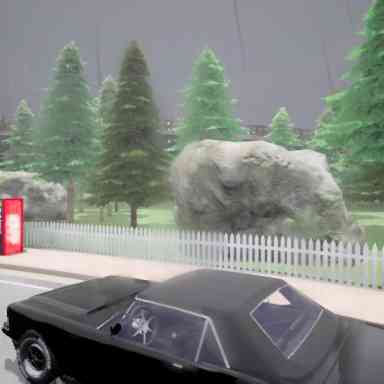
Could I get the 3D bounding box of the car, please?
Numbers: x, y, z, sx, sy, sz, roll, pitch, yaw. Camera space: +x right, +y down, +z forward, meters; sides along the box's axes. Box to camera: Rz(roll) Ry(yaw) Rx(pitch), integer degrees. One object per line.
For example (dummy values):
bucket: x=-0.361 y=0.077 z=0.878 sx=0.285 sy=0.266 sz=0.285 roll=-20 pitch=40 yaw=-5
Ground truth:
car: x=-0.063 y=1.601 z=3.759 sx=4.718 sy=1.301 sz=1.895 roll=0 pitch=0 yaw=33

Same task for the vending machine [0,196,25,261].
vending machine: x=-6.510 y=1.195 z=11.400 sx=0.880 sy=2.100 sz=1.100 roll=0 pitch=0 yaw=21
